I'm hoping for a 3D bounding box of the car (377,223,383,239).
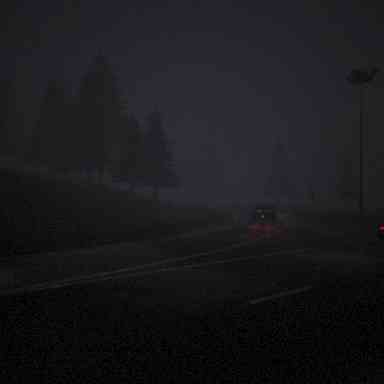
[{"bbox_3d":[10.877,1.713,15.806,5.357,1.411,2.033,1,0,-36],"label":"car"}]

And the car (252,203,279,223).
[{"bbox_3d":[6.165,1.687,27.973,2.128,1.511,4.902,0,0,16],"label":"car"}]
